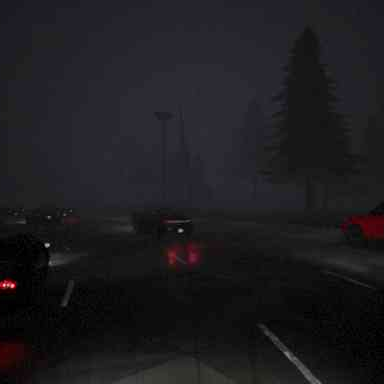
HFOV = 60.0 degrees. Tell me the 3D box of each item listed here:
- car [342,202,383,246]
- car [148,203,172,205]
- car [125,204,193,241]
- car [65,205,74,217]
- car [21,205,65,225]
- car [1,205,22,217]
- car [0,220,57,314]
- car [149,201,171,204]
[{"bbox_3d":[8.505,1.264,12.923,2.150,2.045,5.566,0,-1,-18],"label":"car"},{"bbox_3d":[-3.767,1.875,27.803,1.895,1.301,4.718,0,-1,-38],"label":"car"},{"bbox_3d":[-1.716,1.665,18.147,2.128,1.511,4.902,0,-1,-28],"label":"car"},{"bbox_3d":[-14.294,2.030,35.547,1.895,1.301,4.718,0,-1,-38],"label":"car"},{"bbox_3d":[-12.057,1.899,26.839,1.994,1.385,4.181,0,-1,-37],"label":"car"},{"bbox_3d":[-20.184,2.096,37.416,1.895,1.301,4.718,0,-1,-38],"label":"car"},{"bbox_3d":[-4.518,1.654,7.786,2.033,1.411,5.357,0,-1,-18],"label":"car"},{"bbox_3d":[-3.595,1.672,33.173,2.097,1.767,4.553,0,-1,-38],"label":"car"}]
